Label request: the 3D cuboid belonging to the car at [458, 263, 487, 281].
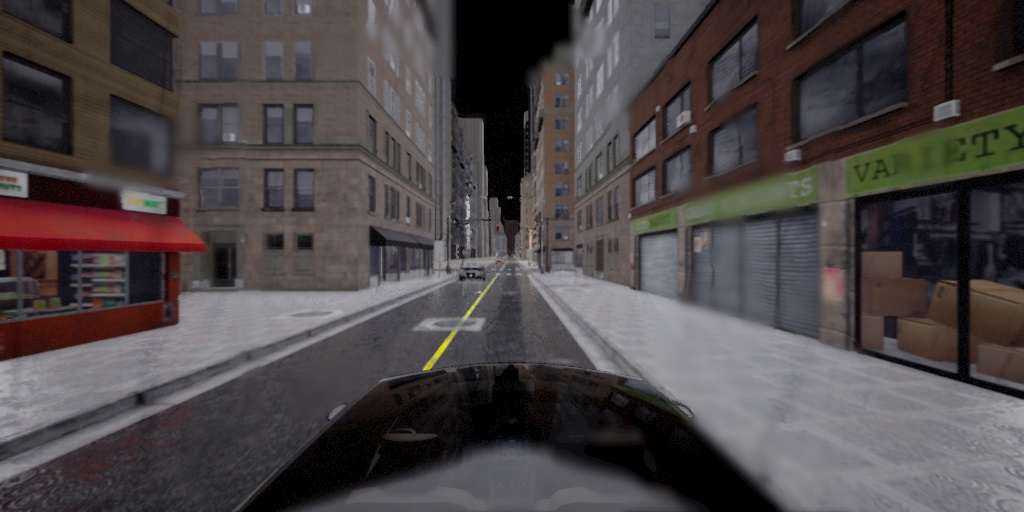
[{"bbox_3d":[-3.054,1.265,28.742,1.994,1.385,4.181,0,0,0],"label":"car"}]
